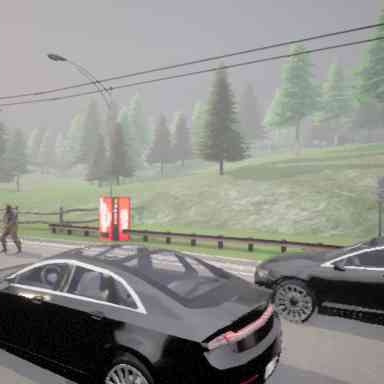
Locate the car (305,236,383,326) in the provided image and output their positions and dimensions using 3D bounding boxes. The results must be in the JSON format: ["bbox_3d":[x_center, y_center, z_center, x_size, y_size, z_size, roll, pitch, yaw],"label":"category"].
[{"bbox_3d":[3.448,1.488,5.581,4.902,1.511,2.128,-1,0,35],"label":"car"}]

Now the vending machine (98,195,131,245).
[{"bbox_3d":[-3.417,1.194,14.712,0.880,2.100,1.100,0,0,29],"label":"vending machine"}]

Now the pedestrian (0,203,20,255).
[{"bbox_3d":[-6.452,1.292,11.720,0.375,1.860,0.375,0,0,28],"label":"pedestrian"}]

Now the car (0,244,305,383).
[{"bbox_3d":[-1.269,1.490,4.553,4.902,1.511,2.128,0,0,33],"label":"car"}]
